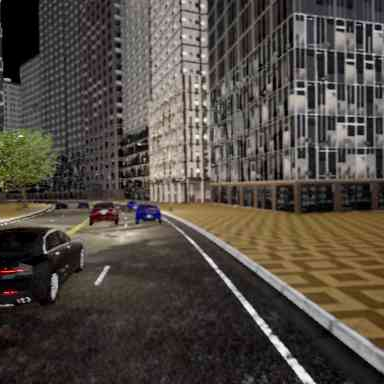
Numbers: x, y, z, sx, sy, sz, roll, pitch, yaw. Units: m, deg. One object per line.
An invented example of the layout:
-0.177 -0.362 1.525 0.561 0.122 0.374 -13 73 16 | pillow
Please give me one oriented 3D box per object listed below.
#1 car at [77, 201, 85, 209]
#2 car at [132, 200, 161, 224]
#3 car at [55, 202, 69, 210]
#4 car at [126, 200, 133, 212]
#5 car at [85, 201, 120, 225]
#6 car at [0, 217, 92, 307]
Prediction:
-17.866 2.122 54.694 1.895 1.301 4.718 -1 0 -19 | car
-3.525 1.598 26.277 1.882 1.535 5.008 -1 0 -11 | car
-20.938 2.218 53.639 1.895 1.301 4.718 -1 0 -19 | car
-7.508 1.760 43.197 1.812 1.442 4.674 -1 0 -15 | car
-6.813 1.549 26.193 2.097 1.767 4.553 -1 0 -11 | car
-3.930 1.607 8.154 1.837 1.490 4.892 -1 0 -7 | car
